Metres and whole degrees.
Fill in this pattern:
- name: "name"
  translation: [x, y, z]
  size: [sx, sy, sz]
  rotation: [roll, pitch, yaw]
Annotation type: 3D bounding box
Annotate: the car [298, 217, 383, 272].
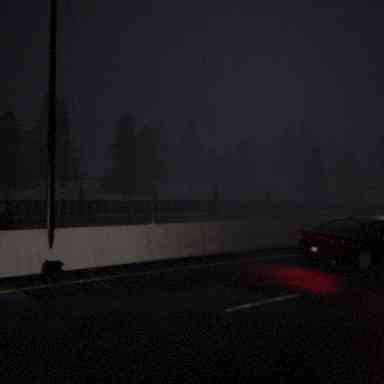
- name: "car"
  translation: [5.833, 1.589, 11.161]
  size: [5.008, 1.535, 1.882]
  rotation: [1, 0, -29]
